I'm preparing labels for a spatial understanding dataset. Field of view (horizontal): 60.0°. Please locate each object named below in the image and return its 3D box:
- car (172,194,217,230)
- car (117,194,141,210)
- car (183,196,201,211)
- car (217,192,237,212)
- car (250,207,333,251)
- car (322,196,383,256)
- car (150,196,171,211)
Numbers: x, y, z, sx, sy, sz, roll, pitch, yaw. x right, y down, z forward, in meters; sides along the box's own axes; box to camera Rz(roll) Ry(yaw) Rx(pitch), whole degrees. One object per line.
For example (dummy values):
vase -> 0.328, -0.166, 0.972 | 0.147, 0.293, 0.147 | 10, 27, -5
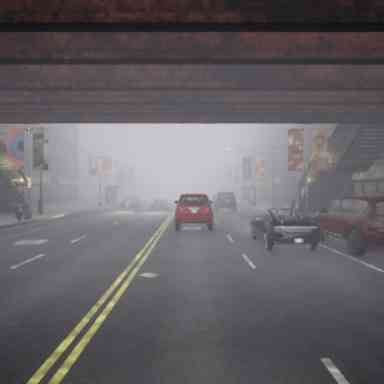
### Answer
car -> 0.100, 1.117, 20.528 | 2.150, 2.045, 5.566 | 0, 0, 0
car -> -7.203, 1.290, 39.408 | 2.128, 1.511, 4.902 | 0, 0, 0
car -> -0.006, 1.281, 38.685 | 1.882, 1.535, 5.008 | 0, 0, 0
car -> 3.509, 1.039, 36.274 | 2.150, 2.045, 5.566 | 0, 0, 0
car -> 3.629, 1.423, 13.740 | 2.128, 1.511, 4.902 | 0, 0, 0
car -> 6.595, 1.165, 13.032 | 2.435, 2.045, 5.566 | 0, 0, -1
car -> -3.700, 1.405, 38.391 | 1.895, 1.301, 4.718 | 0, 0, 0
